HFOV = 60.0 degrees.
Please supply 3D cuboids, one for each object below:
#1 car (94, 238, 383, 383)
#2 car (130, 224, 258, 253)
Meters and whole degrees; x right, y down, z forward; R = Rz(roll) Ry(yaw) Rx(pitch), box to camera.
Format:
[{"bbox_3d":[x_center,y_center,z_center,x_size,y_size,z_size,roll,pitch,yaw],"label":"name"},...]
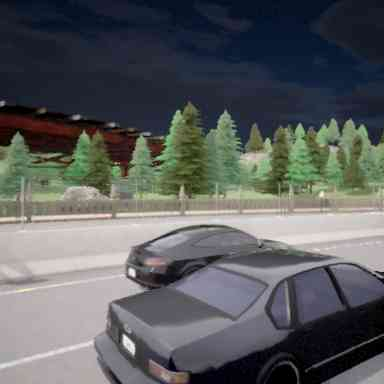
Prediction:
[{"bbox_3d":[1.474,1.551,4.664,5.357,1.411,2.033,0,0,-34],"label":"car"},{"bbox_3d":[0.680,1.529,8.280,4.674,1.442,1.812,0,0,-32],"label":"car"}]
